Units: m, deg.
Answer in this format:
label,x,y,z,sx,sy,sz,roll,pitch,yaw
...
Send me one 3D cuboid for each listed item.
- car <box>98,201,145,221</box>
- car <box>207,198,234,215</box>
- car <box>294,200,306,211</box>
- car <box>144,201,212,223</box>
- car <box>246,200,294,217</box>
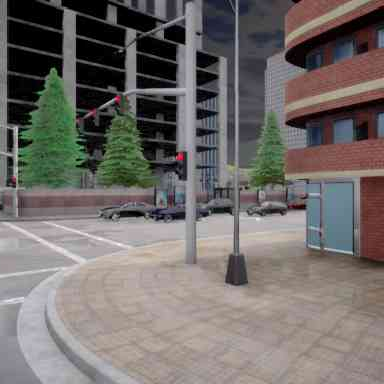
label,x,y,z,sx,sy,sz,roll,pitch,yaw
car,-5.279,1.547,27.618,4.902,1.511,2.128,0,0,-35
car,2.213,1.407,32.903,4.553,1.767,2.097,0,0,-35
car,12.125,1.656,39.894,4.718,1.301,1.895,0,0,-35
car,-1.018,1.656,26.340,4.718,1.301,1.895,0,0,-35
car,7.370,1.581,32.252,4.674,1.442,1.812,0,0,-35
